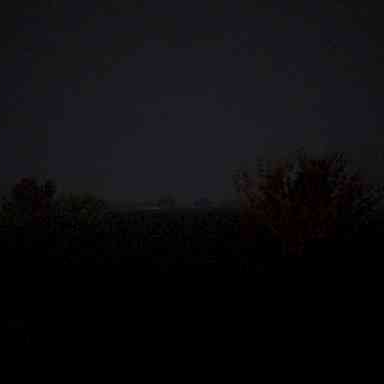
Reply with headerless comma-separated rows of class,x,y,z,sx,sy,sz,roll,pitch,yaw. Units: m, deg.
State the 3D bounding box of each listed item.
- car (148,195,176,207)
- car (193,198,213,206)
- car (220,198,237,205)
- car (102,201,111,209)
car,-4.965,1.462,55.810,2.150,2.045,5.566,-1,-1,35
car,1.912,1.806,59.145,1.812,1.442,4.674,-1,-1,36
car,7.575,1.937,67.076,2.033,1.411,5.357,-1,-1,36
car,-13.068,1.613,44.567,1.812,1.442,4.674,-1,-1,36
